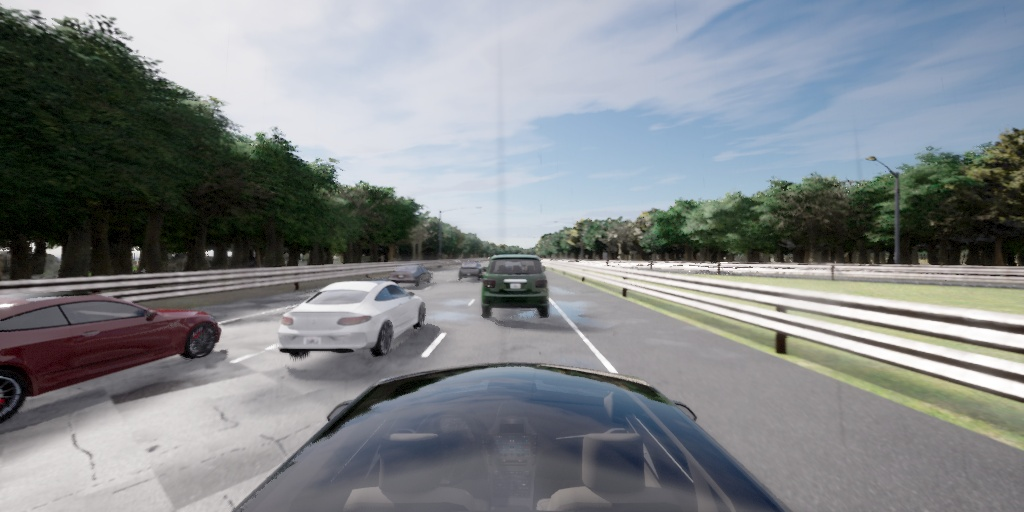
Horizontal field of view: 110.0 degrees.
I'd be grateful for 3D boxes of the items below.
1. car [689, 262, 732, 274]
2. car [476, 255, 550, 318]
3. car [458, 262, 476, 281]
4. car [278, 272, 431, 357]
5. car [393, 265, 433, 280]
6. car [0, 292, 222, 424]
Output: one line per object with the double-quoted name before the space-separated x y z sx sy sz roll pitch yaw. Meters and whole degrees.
"car" 25.625 1.522 46.414 2.033 1.411 5.357 0 0 -22
"car" 0.103 0.975 13.190 2.150 2.045 5.566 0 0 0
"car" -3.394 1.264 30.622 2.128 1.511 4.902 0 0 0
"car" -3.399 1.277 8.408 1.812 1.442 4.674 0 0 0
"car" -6.891 1.306 24.756 2.033 1.411 5.357 1 0 0
"car" -6.894 1.271 5.405 1.812 1.442 4.674 1 0 0
